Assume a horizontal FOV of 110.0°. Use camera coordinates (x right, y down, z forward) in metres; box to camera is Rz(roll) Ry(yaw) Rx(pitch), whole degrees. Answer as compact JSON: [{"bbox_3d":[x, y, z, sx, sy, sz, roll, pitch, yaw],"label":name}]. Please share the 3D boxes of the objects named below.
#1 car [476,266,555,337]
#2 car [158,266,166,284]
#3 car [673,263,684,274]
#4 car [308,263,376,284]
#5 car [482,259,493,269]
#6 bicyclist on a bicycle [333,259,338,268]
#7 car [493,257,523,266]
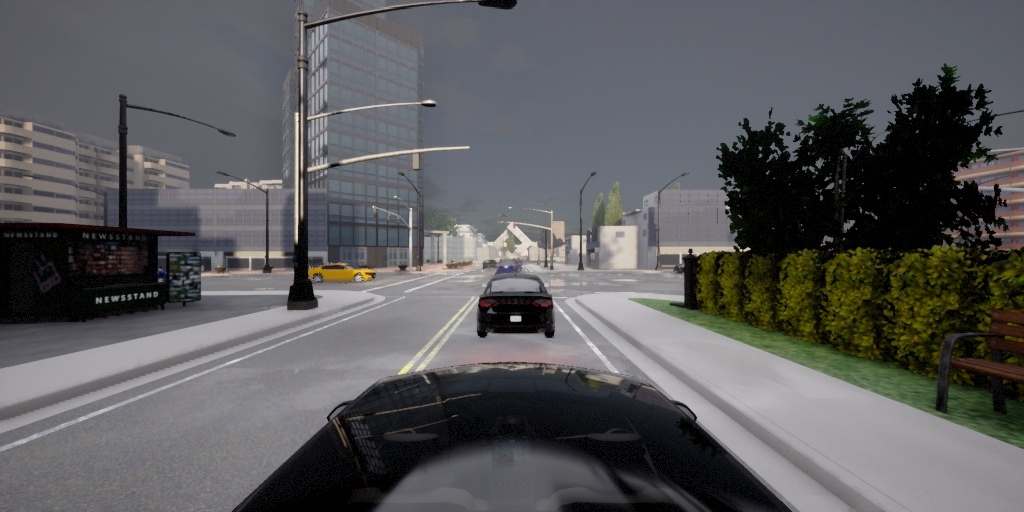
[{"bbox_3d":[0.107,1.228,10.355,1.882,1.535,5.008,0,0,1],"label":"car"},{"bbox_3d":[-28.083,1.477,27.904,5.008,1.535,1.882,-1,0,0],"label":"car"},{"bbox_3d":[19.977,1.058,38.806,4.553,1.767,2.097,0,0,0],"label":"car"},{"bbox_3d":[-13.202,1.304,27.967,5.008,1.535,1.882,-1,0,0],"label":"car"},{"bbox_3d":[-3.395,1.228,54.136,1.882,1.535,5.008,0,0,0],"label":"car"},{"bbox_3d":[-21.835,1.216,44.408,0.582,1.620,1.656,-1,0,0],"label":"bicyclist on a bicycle"},{"bbox_3d":[-0.278,1.119,37.548,2.097,1.767,4.553,0,0,9],"label":"car"}]
